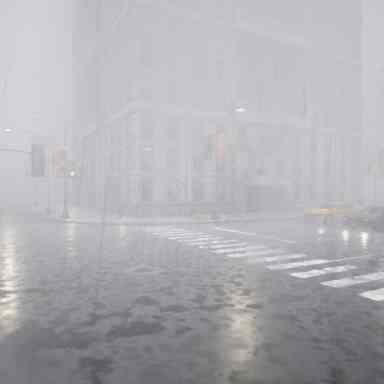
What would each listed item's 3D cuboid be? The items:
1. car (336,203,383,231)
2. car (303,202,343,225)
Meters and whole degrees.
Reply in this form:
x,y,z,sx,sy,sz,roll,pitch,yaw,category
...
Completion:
x,y,z,sx,sy,sz,roll,pitch,yaw,category
11.899,1.547,20.935,5.357,1.411,2.033,0,0,-29,car
10.234,1.478,24.010,5.008,1.535,1.882,0,0,-29,car
